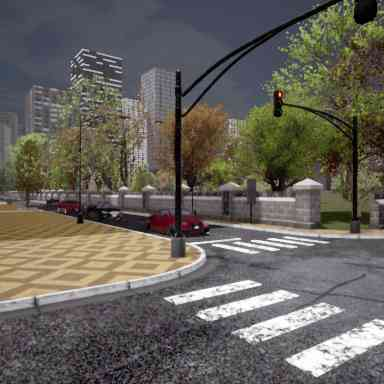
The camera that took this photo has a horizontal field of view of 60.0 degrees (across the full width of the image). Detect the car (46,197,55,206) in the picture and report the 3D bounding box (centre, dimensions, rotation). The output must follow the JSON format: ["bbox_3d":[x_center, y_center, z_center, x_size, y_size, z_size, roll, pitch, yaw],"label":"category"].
[{"bbox_3d":[-24.116,1.672,58.056,2.128,1.511,4.902,0,0,-34],"label":"car"}]

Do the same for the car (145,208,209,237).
[{"bbox_3d":[-0.911,1.600,18.246,1.994,1.385,4.181,0,0,-35],"label":"car"}]

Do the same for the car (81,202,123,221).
[{"bbox_3d":[-7.344,1.561,27.659,2.128,1.511,4.902,0,0,-34],"label":"car"}]

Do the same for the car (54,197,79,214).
[{"bbox_3d":[-13.308,1.577,36.459,1.882,1.535,5.008,0,0,-34],"label":"car"}]
